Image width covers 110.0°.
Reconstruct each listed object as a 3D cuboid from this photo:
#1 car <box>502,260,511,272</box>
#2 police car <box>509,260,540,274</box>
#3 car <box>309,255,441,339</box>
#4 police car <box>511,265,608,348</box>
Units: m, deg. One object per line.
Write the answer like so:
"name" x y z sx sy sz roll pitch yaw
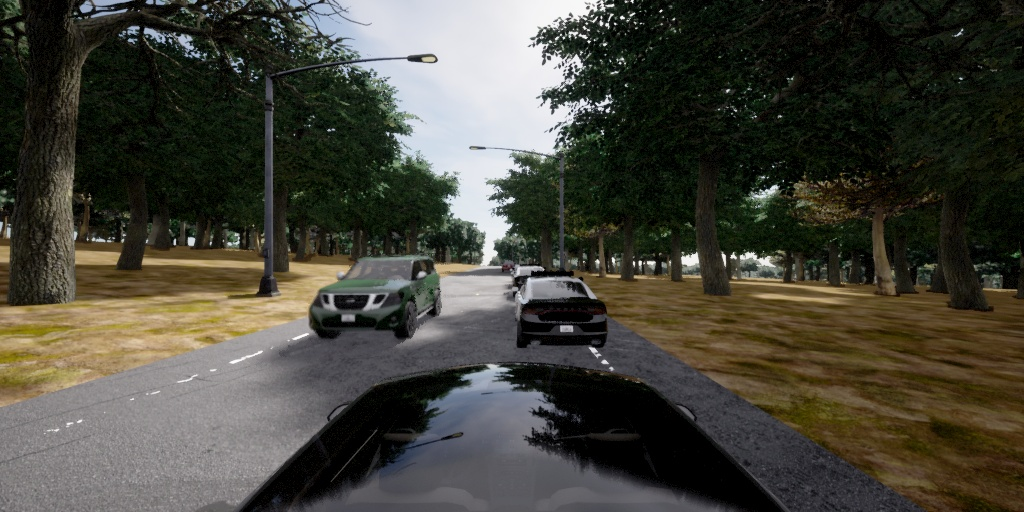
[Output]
"car" -0.421 1.402 51.669 2.097 1.767 4.553 0 -1 -1
"police car" 0.966 1.219 19.440 1.930 1.638 5.238 -1 0 0
"car" -3.529 0.988 10.472 2.150 2.045 5.566 0 0 0
"police car" 1.033 1.190 9.426 1.930 1.638 5.238 0 0 0
